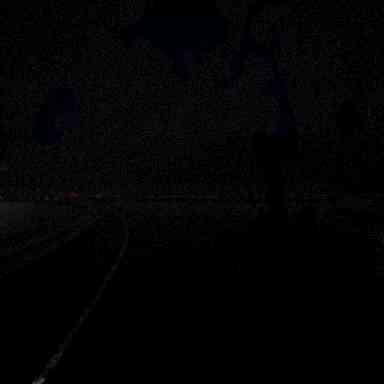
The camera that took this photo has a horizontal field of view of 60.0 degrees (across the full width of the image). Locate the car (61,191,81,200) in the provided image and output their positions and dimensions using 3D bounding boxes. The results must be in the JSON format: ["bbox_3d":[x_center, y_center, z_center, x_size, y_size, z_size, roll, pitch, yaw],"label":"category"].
[{"bbox_3d":[-29.464,0.910,80.915,5.566,2.045,2.150,0,1,40],"label":"car"}]

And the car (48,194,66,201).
[{"bbox_3d":[-31.886,1.251,78.396,4.674,1.442,1.812,0,1,40],"label":"car"}]

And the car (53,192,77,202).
[{"bbox_3d":[-25.438,1.292,66.914,2.033,1.411,5.357,-1,1,-42],"label":"car"}]

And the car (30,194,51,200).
[{"bbox_3d":[-34.207,1.351,75.755,4.718,1.301,1.895,0,1,40],"label":"car"}]

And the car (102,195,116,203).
[{"bbox_3d":[-15.220,1.210,59.426,2.128,1.511,4.902,-1,0,-36],"label":"car"}]

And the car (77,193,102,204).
[{"bbox_3d":[-17.525,1.262,56.611,1.837,1.490,4.892,-1,0,-36],"label":"car"}]

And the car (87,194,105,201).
[{"bbox_3d":[-20.909,1.201,72.375,1.812,1.442,4.674,-1,1,-42],"label":"car"}]
